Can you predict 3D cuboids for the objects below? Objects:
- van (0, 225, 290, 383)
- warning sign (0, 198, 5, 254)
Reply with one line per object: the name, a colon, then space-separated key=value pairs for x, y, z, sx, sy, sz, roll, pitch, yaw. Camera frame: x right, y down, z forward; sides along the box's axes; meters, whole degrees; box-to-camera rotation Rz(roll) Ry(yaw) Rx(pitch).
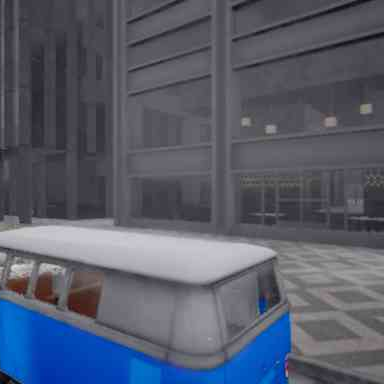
van: x=-0.964 y=1.342 z=3.654 sx=3.998 sy=1.788 sz=1.690 roll=0 pitch=0 yaw=36
warning sign: x=-7.027 y=1.118 z=10.806 sx=1.060 sy=1.860 sz=1.300 roll=0 pitch=0 yaw=36
